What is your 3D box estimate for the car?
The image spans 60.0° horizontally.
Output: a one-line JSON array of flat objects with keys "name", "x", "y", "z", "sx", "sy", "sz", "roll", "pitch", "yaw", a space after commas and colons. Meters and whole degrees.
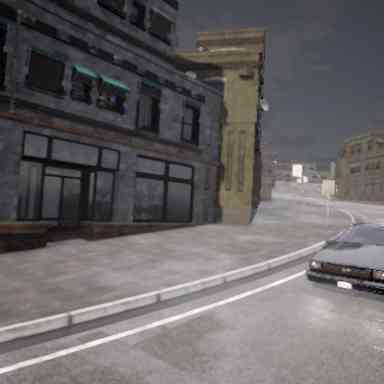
[{"name": "car", "x": 4.977, "y": 1.524, "z": 8.841, "sx": 2.033, "sy": 1.411, "sz": 5.357, "roll": 1, "pitch": 1, "yaw": 43}]
